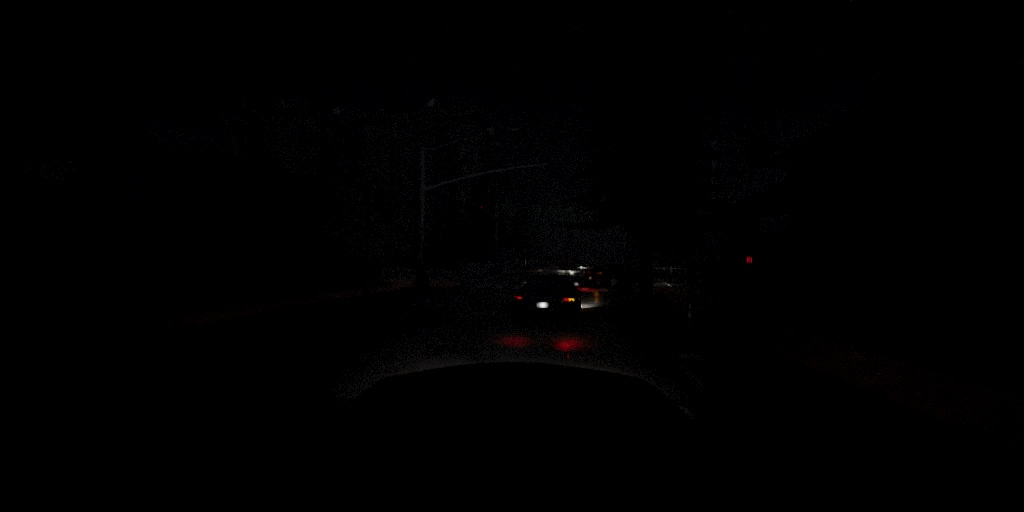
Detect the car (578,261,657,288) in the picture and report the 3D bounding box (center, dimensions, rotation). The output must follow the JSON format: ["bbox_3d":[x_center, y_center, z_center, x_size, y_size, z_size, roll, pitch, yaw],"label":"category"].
[{"bbox_3d":[7.209,1.273,24.384,5.008,1.535,1.882,0,-1,-30],"label":"car"}]

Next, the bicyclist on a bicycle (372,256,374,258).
[{"bbox_3d":[-15.869,0.833,41.208,0.582,1.620,1.656,1,0,18],"label":"bicyclist on a bicycle"}]

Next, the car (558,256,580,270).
[{"bbox_3d":[8.315,0.996,53.136,2.150,2.045,5.566,1,0,17],"label":"car"}]

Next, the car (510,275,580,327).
[{"bbox_3d":[1.214,1.307,11.723,1.994,1.385,4.181,1,0,11],"label":"car"}]
